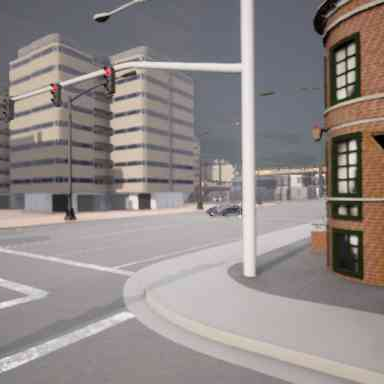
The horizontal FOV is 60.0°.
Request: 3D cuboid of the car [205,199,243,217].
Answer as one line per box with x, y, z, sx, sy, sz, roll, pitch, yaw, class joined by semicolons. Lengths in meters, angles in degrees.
3.454;1.700;33.616;2.033;1.411;5.357;-1;0;35;car
